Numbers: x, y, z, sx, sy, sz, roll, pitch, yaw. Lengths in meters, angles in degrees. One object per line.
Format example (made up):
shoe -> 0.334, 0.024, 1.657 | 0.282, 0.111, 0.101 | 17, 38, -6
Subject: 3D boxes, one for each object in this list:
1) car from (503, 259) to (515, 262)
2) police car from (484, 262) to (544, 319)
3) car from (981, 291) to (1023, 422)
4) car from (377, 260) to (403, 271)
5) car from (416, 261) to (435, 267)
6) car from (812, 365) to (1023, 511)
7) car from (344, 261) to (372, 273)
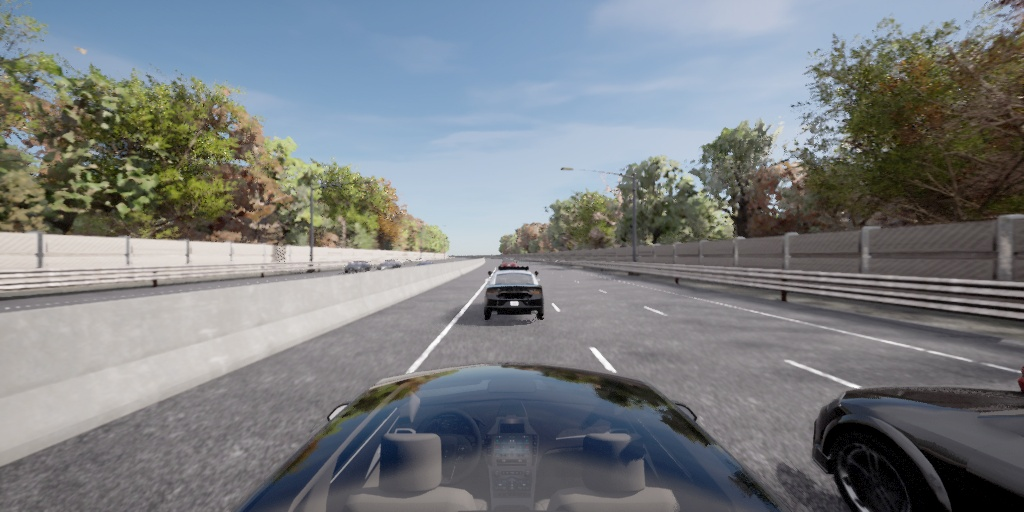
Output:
car -> -0.401, 1.117, 43.050 | 2.097, 1.767, 4.553 | 0, 0, -1
police car -> 0.053, 1.179, 13.019 | 1.930, 1.638, 5.238 | 0, 0, 0
car -> 7.092, 1.226, 2.202 | 1.882, 1.535, 5.008 | 0, 0, 0
car -> -14.586, 1.254, 43.067 | 2.128, 1.511, 4.902 | 0, 0, -1
car -> -11.172, 1.328, 46.748 | 1.994, 1.385, 4.181 | 0, 0, -1
car -> 3.591, 1.313, 1.357 | 1.994, 1.385, 4.181 | 0, 0, 0
car -> -18.067, 1.326, 42.194 | 1.994, 1.385, 4.181 | 0, 0, -1
